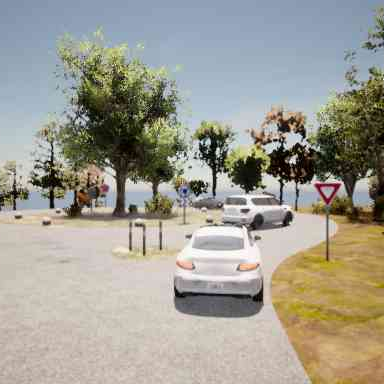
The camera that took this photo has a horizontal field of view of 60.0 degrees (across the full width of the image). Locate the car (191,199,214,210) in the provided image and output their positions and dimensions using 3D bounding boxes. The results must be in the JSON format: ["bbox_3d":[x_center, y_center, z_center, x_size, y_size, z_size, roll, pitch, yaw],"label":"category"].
[{"bbox_3d":[1.892,1.544,42.457,4.181,1.385,1.994,0,0,37],"label":"car"}]

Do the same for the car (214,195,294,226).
[{"bbox_3d":[4.227,1.212,21.050,5.566,2.045,2.150,0,0,-43],"label":"car"}]

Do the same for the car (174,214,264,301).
[{"bbox_3d":[0.744,1.522,8.263,1.812,1.442,4.674,0,0,8],"label":"car"}]
